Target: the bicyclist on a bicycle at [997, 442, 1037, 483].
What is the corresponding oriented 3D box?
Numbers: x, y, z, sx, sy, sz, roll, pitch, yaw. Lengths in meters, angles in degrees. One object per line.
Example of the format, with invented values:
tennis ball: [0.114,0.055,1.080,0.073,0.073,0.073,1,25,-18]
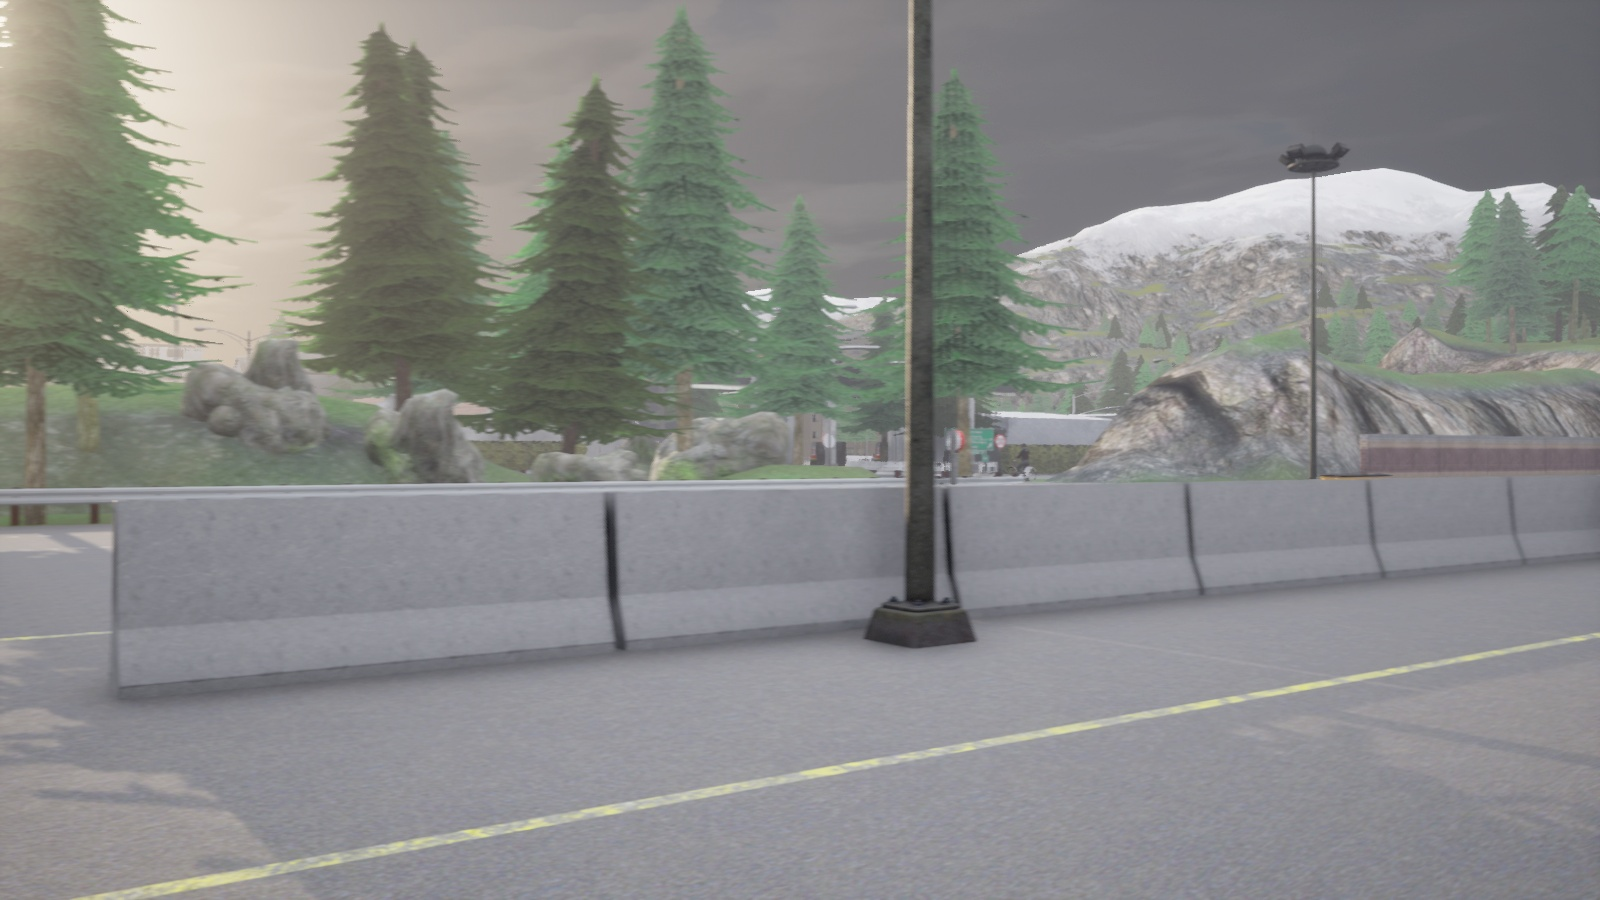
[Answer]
bicyclist on a bicycle: [9.681,0.539,56.098,0.659,1.776,1.843,0,0,-36]
